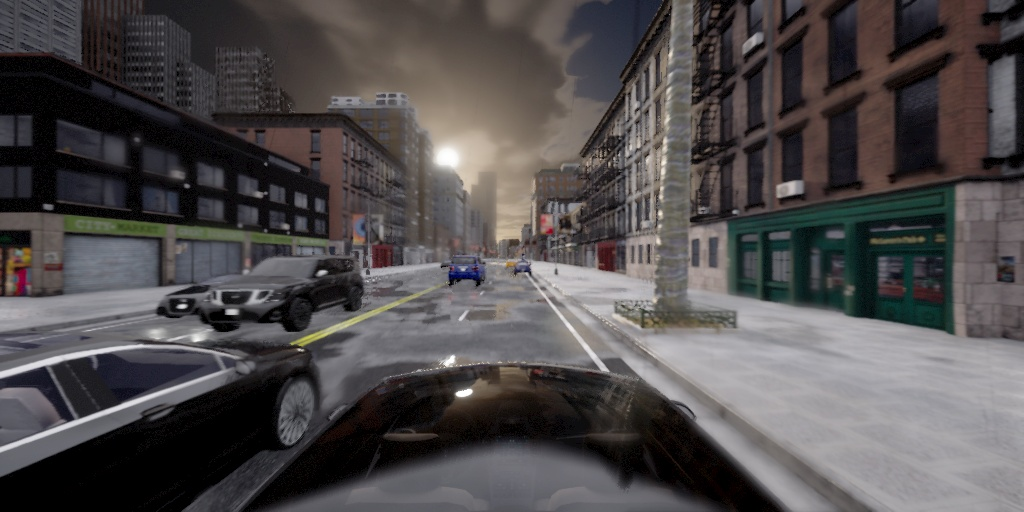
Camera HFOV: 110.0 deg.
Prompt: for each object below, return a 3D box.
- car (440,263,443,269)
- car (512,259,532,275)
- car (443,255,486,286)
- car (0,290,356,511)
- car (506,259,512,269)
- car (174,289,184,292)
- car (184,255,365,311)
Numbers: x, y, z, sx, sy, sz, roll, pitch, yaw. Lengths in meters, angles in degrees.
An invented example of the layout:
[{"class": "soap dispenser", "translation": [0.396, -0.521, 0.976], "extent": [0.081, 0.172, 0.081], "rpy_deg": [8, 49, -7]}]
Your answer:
[{"class": "car", "translation": [-9.783, 1.301, 55.611], "extent": [2.033, 1.411, 5.357], "rpy_deg": [0, 0, 1]}, {"class": "car", "translation": [1.146, 1.283, 38.437], "extent": [1.812, 1.442, 4.674], "rpy_deg": [0, 0, 0]}, {"class": "car", "translation": [-3.145, 0.977, 25.670], "extent": [2.150, 2.045, 5.566], "rpy_deg": [0, 0, 0]}, {"class": "car", "translation": [-3.150, 1.242, 2.272], "extent": [2.128, 1.511, 4.902], "rpy_deg": [0, 0, 0]}, {"class": "car", "translation": [0.015, 1.231, 57.765], "extent": [1.882, 1.535, 5.008], "rpy_deg": [0, 0, 0]}, {"class": "car", "translation": [-9.847, 1.317, 12.692], "extent": [1.994, 1.385, 4.181], "rpy_deg": [0, 0, 0]}, {"class": "car", "translation": [-6.597, 0.974, 11.227], "extent": [2.150, 2.045, 5.566], "rpy_deg": [0, 0, 0]}]
